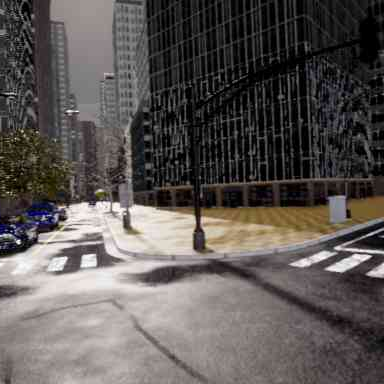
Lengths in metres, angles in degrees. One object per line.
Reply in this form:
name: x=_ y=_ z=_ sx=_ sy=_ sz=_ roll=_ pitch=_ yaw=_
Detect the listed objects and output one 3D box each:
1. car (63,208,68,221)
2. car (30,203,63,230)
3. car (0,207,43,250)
car: x=-15.321 y=2.521 z=38.129 sx=2.033 sy=1.411 sz=5.357 roll=-2 pitch=0 yaw=-17
car: x=-12.116 y=1.967 z=26.906 sx=2.150 sy=2.045 sz=5.566 roll=-3 pitch=0 yaw=-17
car: x=-9.205 y=1.894 z=16.791 sx=2.097 sy=1.767 sz=4.553 roll=-3 pitch=0 yaw=-16
